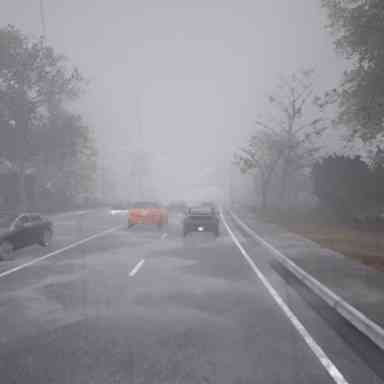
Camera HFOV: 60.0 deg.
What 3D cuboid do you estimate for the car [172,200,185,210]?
[{"bbox_3d":[-1.663,1.620,40.537,1.895,1.301,4.718,0,0,4],"label":"car"}]

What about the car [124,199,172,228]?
[{"bbox_3d":[-2.812,1.361,22.365,2.097,1.767,4.553,0,0,2],"label":"car"}]

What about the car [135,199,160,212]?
[{"bbox_3d":[-5.353,1.563,40.838,2.033,1.411,5.357,0,0,5],"label":"car"}]

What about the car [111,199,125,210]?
[{"bbox_3d":[-8.753,1.578,42.071,1.994,1.385,4.181,0,0,5],"label":"car"}]

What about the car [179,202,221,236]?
[{"bbox_3d":[0.516,1.515,18.381,1.837,1.490,4.892,0,0,2],"label":"car"}]

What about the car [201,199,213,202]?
[{"bbox_3d":[1.755,1.547,39.482,1.812,1.442,4.674,0,0,4],"label":"car"}]

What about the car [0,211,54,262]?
[{"bbox_3d":[-6.830,1.493,12.228,2.128,1.511,4.902,0,0,2],"label":"car"}]
